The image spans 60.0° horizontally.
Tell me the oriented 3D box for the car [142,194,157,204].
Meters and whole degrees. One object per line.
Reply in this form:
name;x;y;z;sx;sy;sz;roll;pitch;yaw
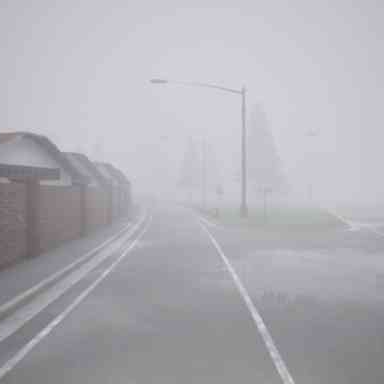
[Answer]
car;-7.569;1.371;61.026;1.837;1.490;4.892;0;0;-16

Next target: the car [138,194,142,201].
car;-10.329;1.203;70.767;1.812;1.442;4.674;0;0;-18
